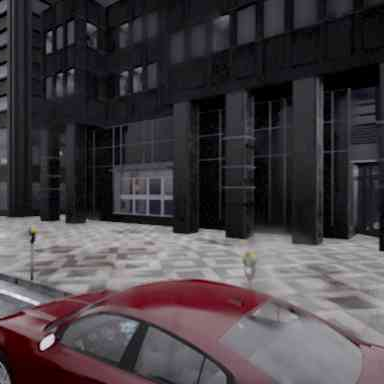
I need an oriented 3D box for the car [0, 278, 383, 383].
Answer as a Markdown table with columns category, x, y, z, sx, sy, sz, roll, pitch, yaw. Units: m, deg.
| category | x | y | z | sx | sy | sz | roll | pitch | yaw |
| --- | --- | --- | --- | --- | --- | --- | --- | --- | --- |
| car | -0.247 | 1.545 | 3.138 | 4.507 | 1.381 | 1.887 | 0 | 0 | 35 |
